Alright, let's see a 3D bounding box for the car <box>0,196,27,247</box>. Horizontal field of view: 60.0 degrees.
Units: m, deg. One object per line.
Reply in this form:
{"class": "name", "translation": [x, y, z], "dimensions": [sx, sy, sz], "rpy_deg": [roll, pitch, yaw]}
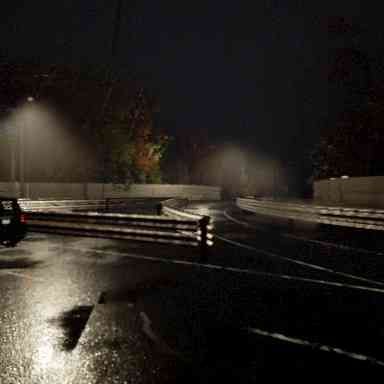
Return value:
{"class": "car", "translation": [-9.092, 1.175, 13.254], "dimensions": [5.566, 2.045, 2.150], "rpy_deg": [0, 0, 27]}

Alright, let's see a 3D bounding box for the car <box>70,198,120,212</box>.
{"class": "car", "translation": [-10.551, 1.369, 36.036], "dimensions": [5.357, 1.411, 2.033], "rpy_deg": [0, 0, -40]}
